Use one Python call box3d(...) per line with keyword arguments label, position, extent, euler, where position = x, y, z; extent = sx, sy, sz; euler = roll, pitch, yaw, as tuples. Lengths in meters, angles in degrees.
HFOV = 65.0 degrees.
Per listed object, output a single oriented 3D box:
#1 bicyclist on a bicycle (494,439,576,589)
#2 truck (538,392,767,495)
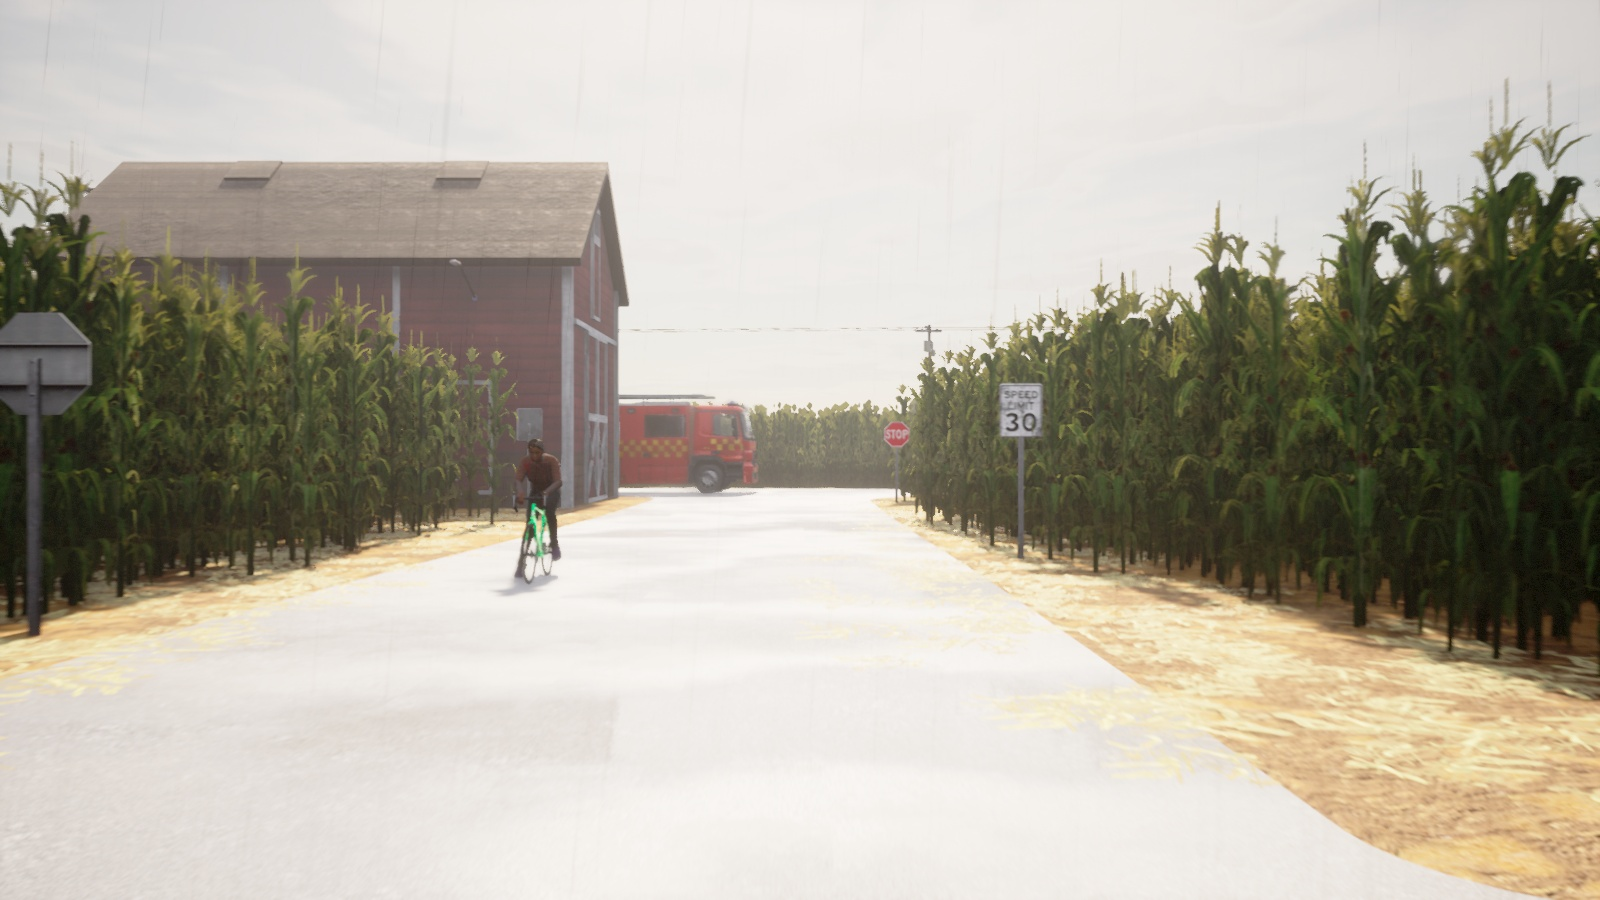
box3d(label="bicyclist on a bicycle", position=(-3.002, 0.694, 14.355), extent=(0.582, 1.620, 1.656), euler=(0, 0, 0))
box3d(label="truck", position=(-5.615, -0.246, 48.716), extent=(8.468, 3.827, 2.891), euler=(0, 0, 3))
